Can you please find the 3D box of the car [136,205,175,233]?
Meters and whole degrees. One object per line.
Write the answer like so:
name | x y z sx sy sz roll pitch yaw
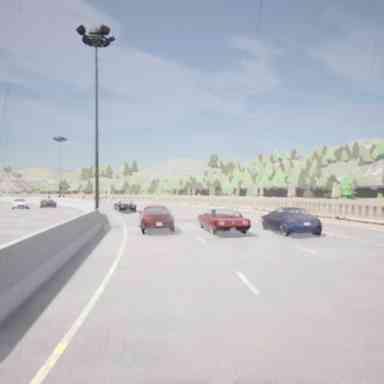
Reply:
car | -2.149 1.496 19.505 1.812 1.442 4.674 0 0 -11

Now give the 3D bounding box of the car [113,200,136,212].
car | -7.631 1.558 37.422 1.895 1.301 4.718 0 0 -22

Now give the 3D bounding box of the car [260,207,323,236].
car | 5.234 1.507 18.043 1.994 1.385 4.181 0 0 -10

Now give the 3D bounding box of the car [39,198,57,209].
car | -20.137 1.555 46.494 1.994 1.385 4.181 0 0 -30

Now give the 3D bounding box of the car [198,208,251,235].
car | 1.627 1.558 18.596 1.895 1.301 4.718 0 0 -11

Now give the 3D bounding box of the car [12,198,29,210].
car | -22.757 1.531 44.034 1.812 1.442 4.674 0 0 -30
